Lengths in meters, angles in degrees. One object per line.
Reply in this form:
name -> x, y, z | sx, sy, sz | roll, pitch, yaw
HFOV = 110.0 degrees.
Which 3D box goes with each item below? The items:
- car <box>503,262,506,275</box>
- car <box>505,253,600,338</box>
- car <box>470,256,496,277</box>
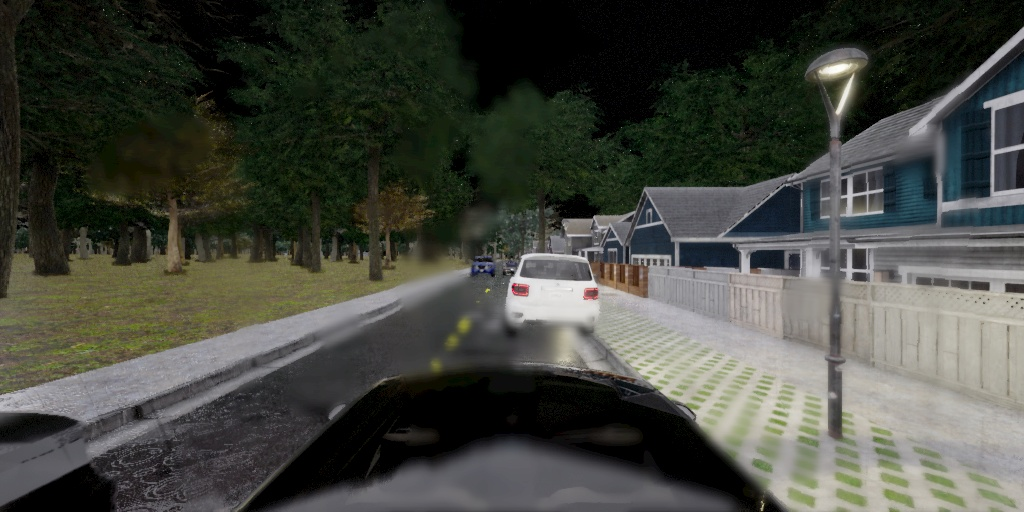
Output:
car -> 0.014, 1.340, 38.462 | 1.994, 1.385, 4.181 | 0, 0, 1
car -> 0.962, 1.011, 10.362 | 2.150, 2.045, 5.566 | 3, -1, 0
car -> -2.768, 0.995, 35.411 | 2.150, 2.045, 5.566 | 0, 0, 0
